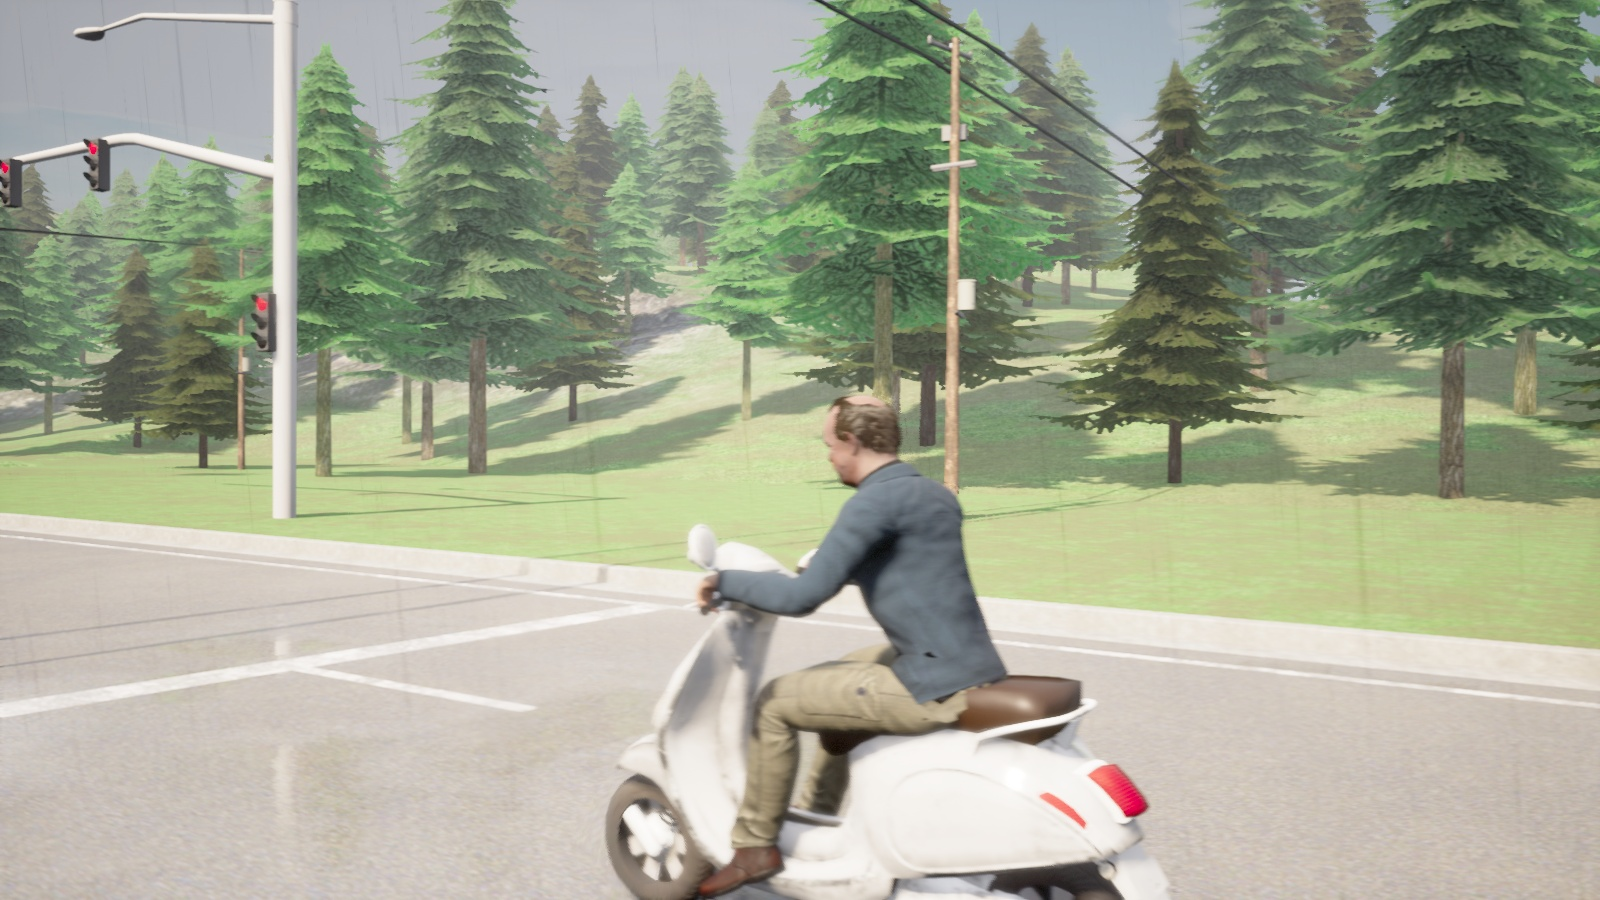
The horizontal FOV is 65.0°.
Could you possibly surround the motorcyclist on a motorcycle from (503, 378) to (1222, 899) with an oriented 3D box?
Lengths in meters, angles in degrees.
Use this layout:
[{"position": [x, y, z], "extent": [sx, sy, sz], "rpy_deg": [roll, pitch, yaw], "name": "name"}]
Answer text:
[{"position": [0.138, 0.638, 3.530], "extent": [1.817, 1.590, 0.866], "rpy_deg": [0, 1, 34], "name": "motorcyclist on a motorcycle"}]
